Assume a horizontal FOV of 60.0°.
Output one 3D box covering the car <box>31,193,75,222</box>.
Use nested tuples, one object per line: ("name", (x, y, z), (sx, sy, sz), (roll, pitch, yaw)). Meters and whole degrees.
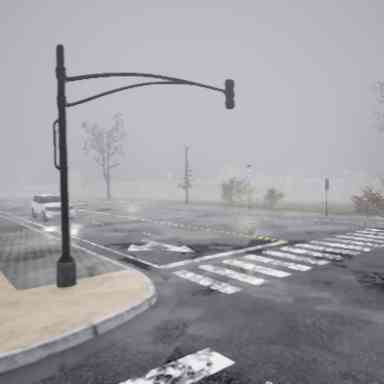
("car", (-11.040, 1.157, 26.146), (2.150, 2.045, 5.566), (-3, 2, -38))
